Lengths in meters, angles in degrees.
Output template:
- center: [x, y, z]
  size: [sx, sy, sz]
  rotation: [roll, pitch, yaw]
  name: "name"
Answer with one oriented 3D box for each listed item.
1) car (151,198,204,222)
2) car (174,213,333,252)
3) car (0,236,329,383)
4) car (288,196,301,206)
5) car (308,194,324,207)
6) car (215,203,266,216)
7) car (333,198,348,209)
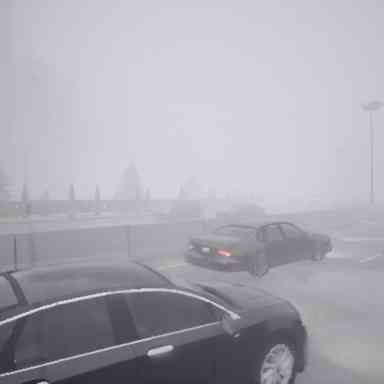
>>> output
- center: [-1.099, 1.389, 26.721]
  size: [2.097, 1.767, 4.553]
  rotation: [0, 0, 43]
  name: "car"
- center: [2.251, 1.552, 10.262]
  size: [5.357, 1.411, 2.033]
  rotation: [0, 0, -41]
  name: "car"
- center: [-0.810, 1.503, 3.389]
  size: [4.892, 1.490, 1.837]
  rotation: [0, 0, -36]
  name: "car"
- center: [17.944, 1.566, 58.130]
  size: [2.097, 1.767, 4.553]
  rotation: [0, 0, 18]
  name: "car"
- center: [20.408, 1.410, 54.604]
  size: [2.150, 2.045, 5.566]
  rotation: [0, -1, 20]
  name: "car"
- center: [4.027, 1.591, 27.118]
  size: [2.033, 1.411, 5.357]
  rotation: [0, 0, 41]
  name: "car"
- center: [21.660, 1.672, 48.418]
  size: [1.812, 1.442, 4.674]
  rotation: [0, 0, 23]
  name: "car"
